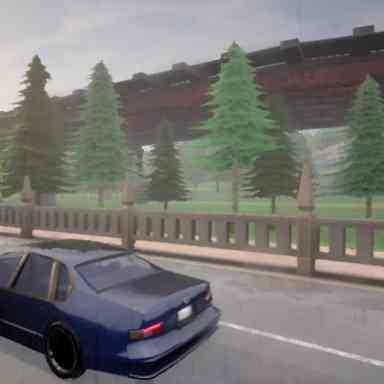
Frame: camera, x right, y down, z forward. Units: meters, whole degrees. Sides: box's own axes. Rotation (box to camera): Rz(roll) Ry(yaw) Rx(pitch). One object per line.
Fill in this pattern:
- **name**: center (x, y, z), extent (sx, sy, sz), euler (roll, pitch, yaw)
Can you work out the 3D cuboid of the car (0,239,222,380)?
- **car**: center (-2.206, 1.521, 5.402), extent (5.357, 1.411, 2.033), euler (0, 0, 32)
